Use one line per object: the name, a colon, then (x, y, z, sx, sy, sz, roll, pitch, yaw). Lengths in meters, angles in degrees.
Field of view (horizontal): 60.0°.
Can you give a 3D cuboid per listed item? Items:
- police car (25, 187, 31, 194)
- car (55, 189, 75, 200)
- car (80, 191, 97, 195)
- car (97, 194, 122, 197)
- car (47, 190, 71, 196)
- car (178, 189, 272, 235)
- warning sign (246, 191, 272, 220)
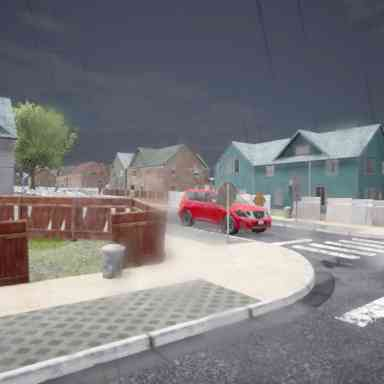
police car: (-39.738, -0.465, 81.613, 1.930, 1.638, 5.238, 1, 1, -35)
car: (-19.906, 0.383, 52.071, 1.812, 1.442, 4.674, 1, 1, -35)
car: (-13.814, 0.562, 43.583, 1.882, 1.535, 5.008, 1, 1, -35)
car: (-5.950, 1.026, 27.536, 1.895, 1.301, 4.718, 1, 1, -35)
car: (-18.852, 0.484, 45.836, 2.033, 1.411, 5.357, 1, 1, -35)
car: (1.478, 0.927, 17.137, 2.150, 2.045, 5.566, 1, 1, -36)
warning sign: (4.465, 0.858, 22.130, 1.300, 1.860, 1.060, 0, 0, -35)
